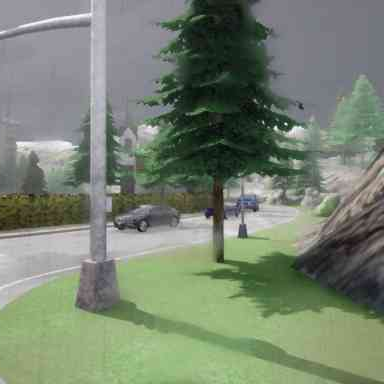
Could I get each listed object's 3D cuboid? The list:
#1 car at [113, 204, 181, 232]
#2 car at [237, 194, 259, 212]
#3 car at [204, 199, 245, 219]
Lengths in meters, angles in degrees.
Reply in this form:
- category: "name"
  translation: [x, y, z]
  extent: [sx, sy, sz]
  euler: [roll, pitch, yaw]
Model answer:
- category: "car"
  translation: [-2.627, 1.505, 20.316]
  extent: [1.837, 1.490, 4.892]
  euler: [0, 0, 35]
- category: "car"
  translation: [6.550, 1.221, 38.782]
  extent: [2.150, 2.045, 5.566]
  euler: [0, 0, 16]
- category: "car"
  translation: [2.750, 1.601, 29.104]
  extent: [1.895, 1.301, 4.718]
  euler: [0, 0, 26]
